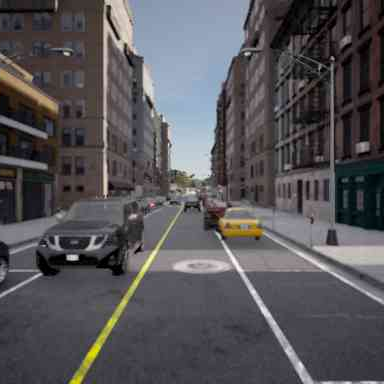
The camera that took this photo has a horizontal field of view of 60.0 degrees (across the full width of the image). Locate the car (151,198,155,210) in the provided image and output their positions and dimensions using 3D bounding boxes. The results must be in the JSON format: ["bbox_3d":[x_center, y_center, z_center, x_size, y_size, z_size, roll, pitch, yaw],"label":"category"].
[{"bbox_3d":[-5.396,1.529,35.044,1.947,1.339,4.313,0,0,0],"label":"car"}]

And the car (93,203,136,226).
[{"bbox_3d":[-5.393,1.526,23.679,2.008,1.369,4.403,0,0,0],"label":"car"}]

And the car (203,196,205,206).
[{"bbox_3d":[2.627,1.501,40.729,1.887,1.381,4.507,0,0,0],"label":"car"}]

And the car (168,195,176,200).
[{"bbox_3d":[-5.439,1.463,90.154,1.947,1.339,4.313,0,0,0],"label":"car"}]

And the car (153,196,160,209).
[{"bbox_3d":[-5.398,1.397,40.726,1.967,1.590,4.097,0,0,0],"label":"car"}]

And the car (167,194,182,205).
[{"bbox_3d":[-2.764,1.530,55.566,2.033,1.411,5.357,0,0,0],"label":"car"}]

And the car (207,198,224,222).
[{"bbox_3d":[2.630,1.514,29.364,1.887,1.381,4.507,0,0,0],"label":"car"}]

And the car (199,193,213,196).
[{"bbox_3d":[2.624,1.259,52.093,2.192,1.841,5.009,0,0,0],"label":"car"}]

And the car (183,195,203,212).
[{"bbox_3d":[0.031,1.462,38.494,1.837,1.490,4.892,0,0,0],"label":"car"}]

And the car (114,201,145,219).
[{"bbox_3d":[-5.395,1.514,29.362,1.887,1.381,4.507,0,0,0],"label":"car"}]

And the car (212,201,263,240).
[{"bbox_3d":[2.222,1.440,16.694,1.801,1.575,5.366,0,0,0],"label":"car"}]

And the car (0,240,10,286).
[{"bbox_3d":[-5.389,1.559,6.632,1.947,1.339,4.313,0,0,0],"label":"car"}]

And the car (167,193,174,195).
[{"bbox_3d":[-5.440,1.219,84.650,2.192,1.841,5.009,0,0,0],"label":"car"}]

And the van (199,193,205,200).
[{"bbox_3d":[2.669,1.239,90.157,1.690,1.788,3.998,0,0,0],"label":"van"}]

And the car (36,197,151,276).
[{"bbox_3d":[-2.853,1.211,10.714,2.150,2.045,5.566,0,0,0],"label":"car"}]

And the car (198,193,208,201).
[{"bbox_3d":[2.680,1.226,79.149,2.192,1.841,5.009,0,0,0],"label":"car"}]

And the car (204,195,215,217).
[{"bbox_3d":[2.629,1.403,35.047,1.967,1.590,4.097,0,0,0],"label":"car"}]

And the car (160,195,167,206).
[{"bbox_3d":[-5.401,1.383,52.091,1.967,1.590,4.097,0,0,0],"label":"car"}]
